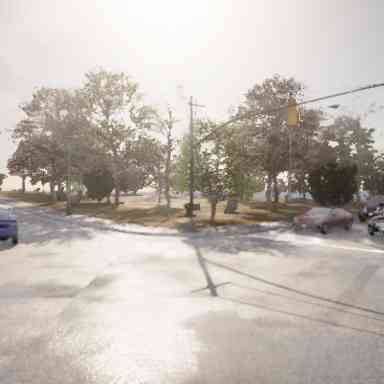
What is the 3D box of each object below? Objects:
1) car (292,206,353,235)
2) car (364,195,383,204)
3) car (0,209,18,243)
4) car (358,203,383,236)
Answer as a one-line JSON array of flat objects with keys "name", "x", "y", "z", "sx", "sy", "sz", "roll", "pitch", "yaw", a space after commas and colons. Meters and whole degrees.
[{"name": "car", "x": 7.767, "y": 1.558, "z": 19.445, "sx": 4.674, "sy": 1.442, "sz": 1.812, "roll": 0, "pitch": 0, "yaw": -41}, {"name": "car", "x": 14.959, "y": 1.260, "z": 25.832, "sx": 5.566, "sy": 2.045, "sz": 2.150, "roll": 0, "pitch": 0, "yaw": -42}, {"name": "car", "x": -9.400, "y": 1.515, "z": 15.642, "sx": 1.882, "sy": 1.535, "sz": 5.008, "roll": 1, "pitch": 0, "yaw": -33}, {"name": "car", "x": 11.053, "y": 1.517, "z": 17.657, "sx": 4.902, "sy": 1.511, "sz": 2.128, "roll": 0, "pitch": 0, "yaw": -41}]
